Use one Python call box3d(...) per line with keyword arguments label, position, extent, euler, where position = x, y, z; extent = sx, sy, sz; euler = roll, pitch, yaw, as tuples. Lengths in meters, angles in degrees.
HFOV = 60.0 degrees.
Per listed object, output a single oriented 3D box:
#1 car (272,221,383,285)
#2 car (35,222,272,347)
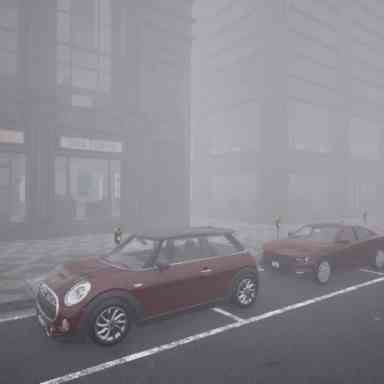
box3d(label="car", position=(3.893, 1.545, 9.530), extent=(4.507, 1.381, 1.887), euler=(0, 1, -35))
box3d(label="car", position=(-0.686, 1.440, 6.263), extent=(4.097, 1.590, 1.967), euler=(0, 1, -35))
